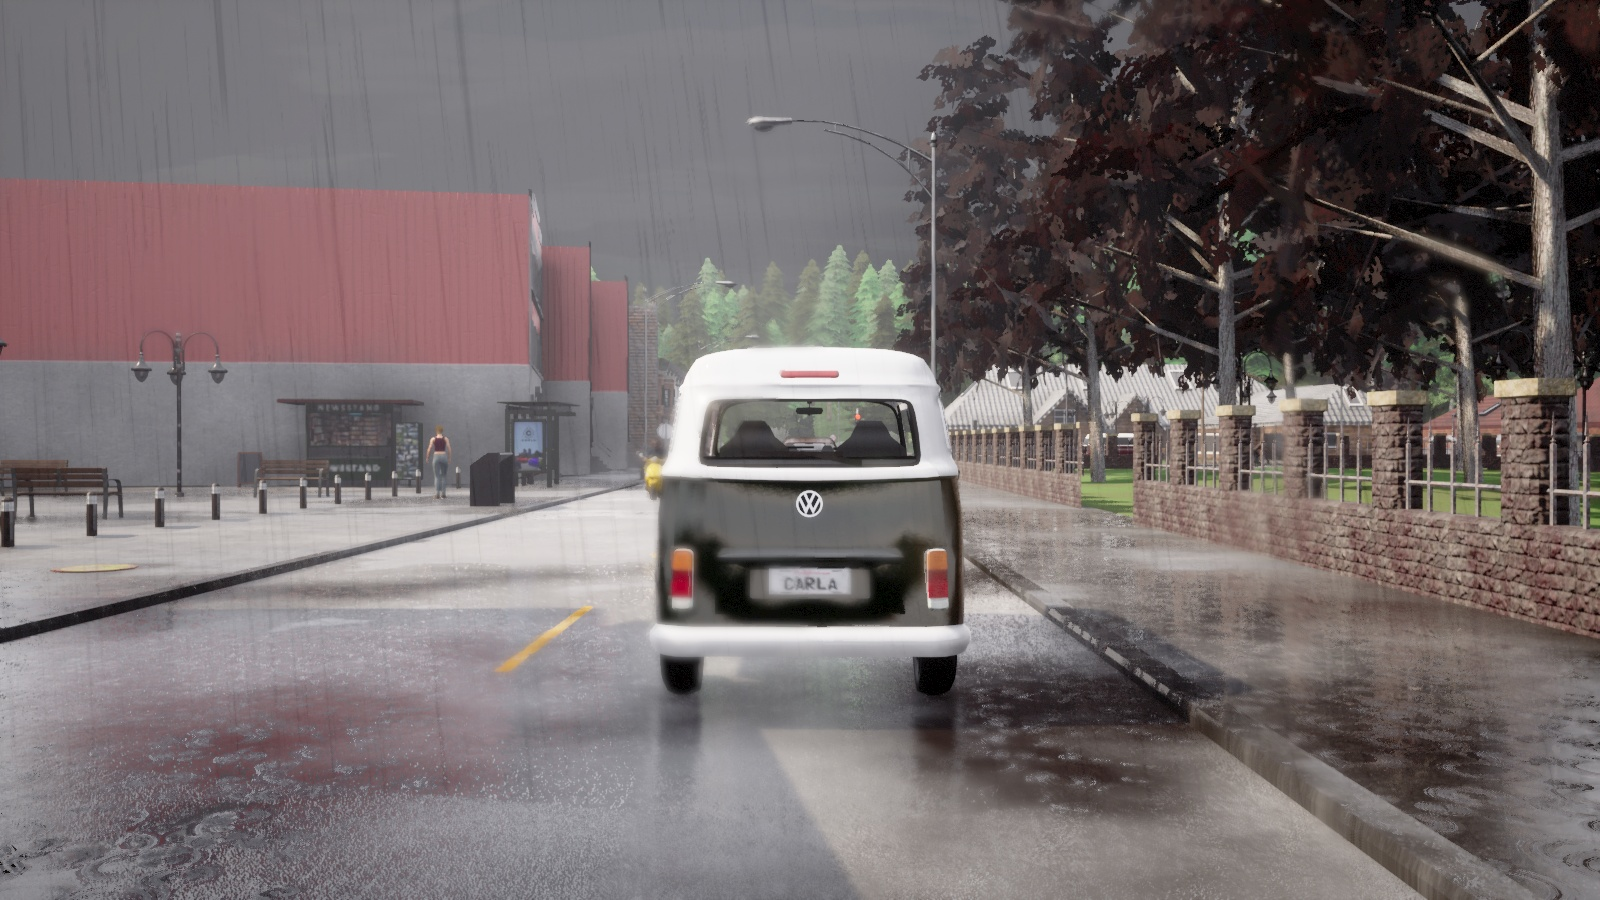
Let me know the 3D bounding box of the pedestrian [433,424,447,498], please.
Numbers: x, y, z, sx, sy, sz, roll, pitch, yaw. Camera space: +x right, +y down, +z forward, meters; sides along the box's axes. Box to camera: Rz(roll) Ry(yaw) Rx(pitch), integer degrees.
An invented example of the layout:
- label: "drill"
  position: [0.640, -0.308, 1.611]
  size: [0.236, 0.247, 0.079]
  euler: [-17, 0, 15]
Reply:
- label: "pedestrian"
  position: [-8.950, 0.272, 31.210]
  size: [0.345, 1.836, 0.594]
  euler: [0, 0, -17]

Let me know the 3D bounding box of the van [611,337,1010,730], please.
- label: "van"
  position: [0.067, 0.420, 8.757]
  size: [2.069, 2.038, 4.480]
  euler: [0, 0, 0]

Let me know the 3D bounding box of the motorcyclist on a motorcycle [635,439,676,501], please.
- label: "motorcyclist on a motorcycle"
  position: [-3.766, 0.511, 32.913]
  size: [0.866, 1.590, 1.817]
  euler: [0, 0, 0]

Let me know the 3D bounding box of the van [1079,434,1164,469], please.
- label: "van"
  position: [18.773, 0.069, 73.468]
  size: [4.480, 2.038, 2.069]
  euler: [0, 0, -1]
